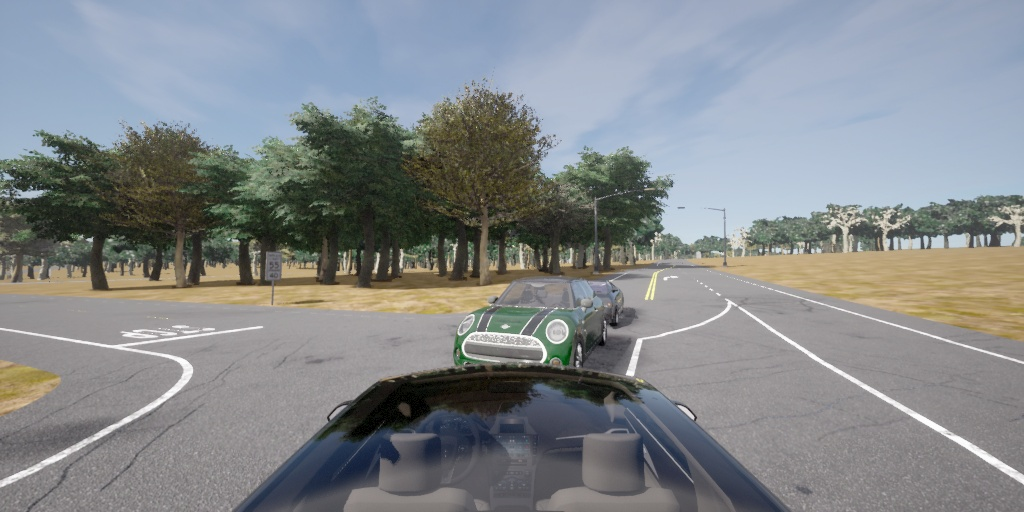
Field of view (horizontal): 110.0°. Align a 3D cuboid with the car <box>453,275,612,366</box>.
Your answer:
[{"bbox_3d":[0.667,1.224,7.502,2.097,1.767,4.553,-1,-2,22],"label":"car"}]

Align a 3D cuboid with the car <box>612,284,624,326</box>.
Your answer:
[{"bbox_3d":[2.883,1.557,12.938,1.994,1.385,4.181,-2,0,22],"label":"car"}]
